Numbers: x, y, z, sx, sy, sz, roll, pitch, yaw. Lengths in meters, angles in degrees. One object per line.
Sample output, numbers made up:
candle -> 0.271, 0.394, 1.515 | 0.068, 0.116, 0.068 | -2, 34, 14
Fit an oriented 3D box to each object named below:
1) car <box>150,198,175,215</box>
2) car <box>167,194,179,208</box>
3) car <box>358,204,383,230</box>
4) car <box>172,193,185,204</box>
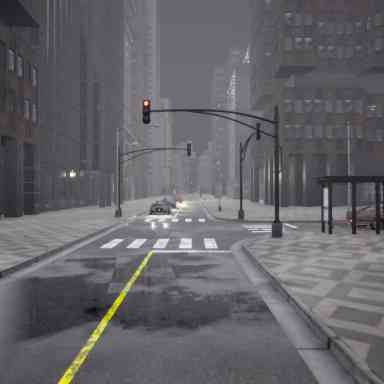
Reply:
car -> -3.162, 1.572, 34.144 | 1.994, 1.385, 4.181 | 0, 0, 0
car -> -3.184, 1.488, 45.685 | 1.882, 1.535, 5.008 | 0, 0, 0
car -> 11.470, 1.430, 19.142 | 4.674, 1.442, 1.812 | 0, -1, 0
car -> -3.147, 1.239, 65.936 | 2.150, 2.045, 5.566 | 0, 0, 0
